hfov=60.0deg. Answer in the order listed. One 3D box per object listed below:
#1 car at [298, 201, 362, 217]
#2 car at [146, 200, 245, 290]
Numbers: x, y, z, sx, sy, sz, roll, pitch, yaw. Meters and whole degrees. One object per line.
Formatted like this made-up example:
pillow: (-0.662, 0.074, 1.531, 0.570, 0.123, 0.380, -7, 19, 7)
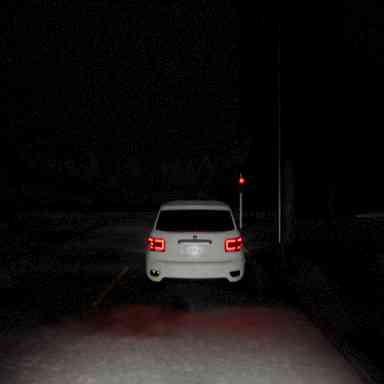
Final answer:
car: (12.682, 1.546, 30.875, 5.357, 1.411, 2.033, 0, 0, 7)
car: (0.103, 1.221, 9.207, 2.150, 2.045, 5.566, 0, 0, 1)
